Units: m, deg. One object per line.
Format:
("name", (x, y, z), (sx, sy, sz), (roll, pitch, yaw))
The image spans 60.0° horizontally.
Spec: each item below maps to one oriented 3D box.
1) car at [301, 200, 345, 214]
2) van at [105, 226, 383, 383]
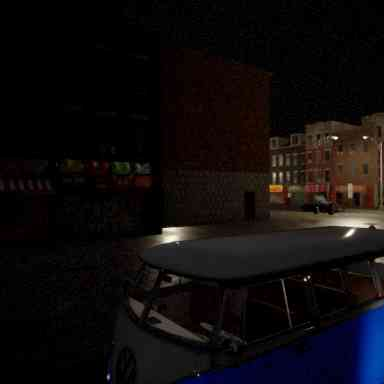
("car", (13.558, 1.562, 34.624), (1.994, 1.385, 4.181), (0, 0, -35))
("van", (1.096, 1.340, 3.603), (3.998, 1.788, 1.690), (0, 0, -36))
